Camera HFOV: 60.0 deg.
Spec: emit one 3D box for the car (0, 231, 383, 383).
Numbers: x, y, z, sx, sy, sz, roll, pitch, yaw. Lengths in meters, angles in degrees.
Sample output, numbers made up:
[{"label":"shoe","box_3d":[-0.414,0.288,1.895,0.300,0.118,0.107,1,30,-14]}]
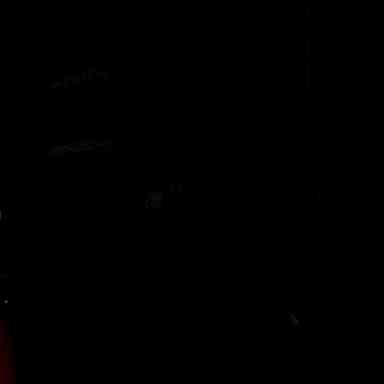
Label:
[{"label":"car","box_3d":[-0.506,1.338,3.234,5.009,1.841,2.192,-1,0,35]}]
